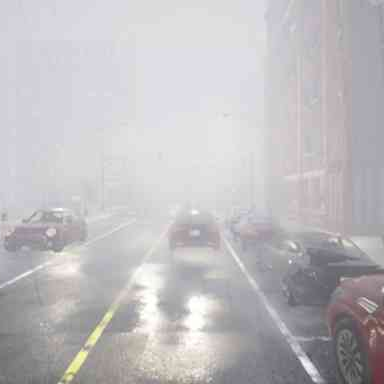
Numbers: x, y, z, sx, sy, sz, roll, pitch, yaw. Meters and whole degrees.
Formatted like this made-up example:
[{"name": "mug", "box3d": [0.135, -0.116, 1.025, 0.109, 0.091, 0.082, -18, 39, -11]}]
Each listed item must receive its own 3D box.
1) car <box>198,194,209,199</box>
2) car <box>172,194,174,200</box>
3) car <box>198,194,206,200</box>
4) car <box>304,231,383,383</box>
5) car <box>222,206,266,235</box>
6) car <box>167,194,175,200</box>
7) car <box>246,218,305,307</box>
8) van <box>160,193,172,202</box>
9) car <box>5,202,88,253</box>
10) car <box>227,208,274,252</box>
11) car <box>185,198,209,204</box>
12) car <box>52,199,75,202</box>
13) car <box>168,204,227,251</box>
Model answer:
[{"name": "car", "box3d": [2.691, 1.355, 68.444, 1.752, 1.417, 4.829, 1, 0, 0]}, {"name": "car", "box3d": [-5.690, 1.398, 73.964, 1.802, 1.307, 4.206, 1, 0, 0]}, {"name": "car", "box3d": [2.688, 1.321, 90.884, 1.887, 1.381, 4.507, 1, 0, 0]}, {"name": "car", "box3d": [2.671, 1.310, 2.050, 2.192, 1.841, 5.009, 1, 0, 0]}, {"name": "car", "box3d": [2.835, 1.534, 19.021, 1.802, 1.307, 4.206, 1, 0, 0]}, {"name": "car", "box3d": [-5.692, 1.302, 90.751, 1.752, 1.417, 4.829, 1, 0, 0]}, {"name": "car", "box3d": [2.667, 1.546, 7.708, 1.947, 1.339, 4.313, 1, 0, 0]}, {"name": "van", "box3d": [-5.686, 1.171, 68.311, 1.690, 1.788, 3.998, 1, 0, 0]}, {"name": "car", "box3d": [-5.679, 1.406, 13.400, 1.967, 1.590, 4.097, 1, 0, 0]}, {"name": "car", "box3d": [2.666, 1.548, 13.364, 1.802, 1.307, 4.206, 1, 0, 0]}, {"name": "car", "box3d": [0.097, 1.481, 26.339, 2.033, 1.411, 5.357, 0, 0, 0]}, {"name": "car", "box3d": [-18.718, 1.600, 47.400, 4.313, 1.339, 1.947, 0, 0, 0]}, {"name": "car", "box3d": [0.098, 1.468, 14.018, 2.163, 1.488, 4.792, 0, 0, 0]}]
